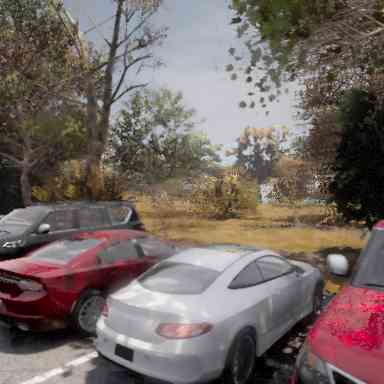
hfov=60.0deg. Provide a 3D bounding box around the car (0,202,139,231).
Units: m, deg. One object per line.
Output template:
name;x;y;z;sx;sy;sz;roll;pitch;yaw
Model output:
car;-3.662;1.297;8.701;2.435;2.045;5.566;0;-1;38

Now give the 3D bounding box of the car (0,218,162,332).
car;-1.441;1.535;7.016;2.097;1.535;5.008;0;-1;38

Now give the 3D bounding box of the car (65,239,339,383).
car;0.669;1.561;5.394;2.002;1.452;4.674;0;-1;38
